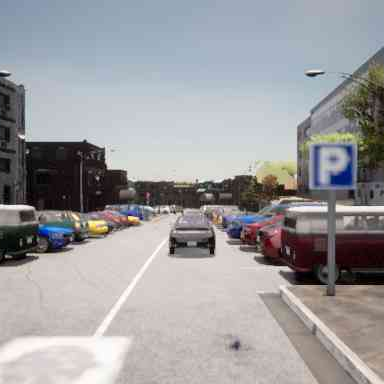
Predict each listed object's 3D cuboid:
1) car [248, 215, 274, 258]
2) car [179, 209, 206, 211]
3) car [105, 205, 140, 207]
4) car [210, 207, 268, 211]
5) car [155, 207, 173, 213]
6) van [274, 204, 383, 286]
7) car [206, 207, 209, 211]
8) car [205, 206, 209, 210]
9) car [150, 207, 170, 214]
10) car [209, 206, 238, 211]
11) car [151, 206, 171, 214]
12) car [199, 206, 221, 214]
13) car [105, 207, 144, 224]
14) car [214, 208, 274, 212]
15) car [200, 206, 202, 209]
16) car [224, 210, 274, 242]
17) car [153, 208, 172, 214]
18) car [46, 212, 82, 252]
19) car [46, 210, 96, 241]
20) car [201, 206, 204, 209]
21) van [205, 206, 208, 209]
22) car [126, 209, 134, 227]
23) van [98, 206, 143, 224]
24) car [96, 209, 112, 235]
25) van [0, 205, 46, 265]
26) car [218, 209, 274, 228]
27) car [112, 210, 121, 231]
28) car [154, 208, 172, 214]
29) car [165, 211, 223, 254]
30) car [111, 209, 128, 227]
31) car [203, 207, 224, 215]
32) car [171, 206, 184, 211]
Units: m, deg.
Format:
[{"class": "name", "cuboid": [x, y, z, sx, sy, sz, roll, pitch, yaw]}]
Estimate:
[{"class": "car", "cuboid": [4.680, 1.693, 11.773, 4.792, 1.488, 2.163, 0, -2, 0]}, {"class": "car", "cuboid": [0.000, 2.466, 29.704, 1.812, 1.442, 4.674, 0, -2, 0]}, {"class": "car", "cuboid": [-7.708, 2.337, 33.817, 5.566, 2.045, 2.435, 0, -2, 0]}, {"class": "car", "cuboid": [4.836, 2.598, 34.083, 5.366, 1.575, 1.946, 0, -2, 0]}, {"class": "car", "cuboid": [-7.710, 4.956, 91.681, 4.553, 1.767, 2.185, 0, -2, 0]}, {"class": "van", "cuboid": [4.767, 1.361, 8.996, 4.442, 1.987, 1.878, 0, -2, 0]}, {"class": "car", "cuboid": [4.644, 2.963, 42.456, 4.892, 1.521, 2.231, 0, -2, 0]}, {"class": "car", "cuboid": [4.657, 3.083, 45.248, 4.892, 1.521, 2.231, 0, -2, 0]}, {"class": "car", "cuboid": [-7.647, 4.445, 79.814, 4.553, 1.767, 2.185, 0, -2, 0]}, {"class": "car", "cuboid": [4.618, 2.716, 39.672, 4.553, 1.767, 2.185, 0, -2, 0]}, {"class": "car", "cuboid": [-7.707, 4.198, 77.009, 5.566, 2.045, 2.435, 0, -2, 0]}, {"class": "car", "cuboid": [4.623, 4.635, 87.124, 5.566, 2.045, 2.435, 0, -2, 0]}, {"class": "car", "cuboid": [-7.494, 2.470, 31.144, 5.366, 1.575, 1.946, 0, -2, 0]}, {"class": "car", "cuboid": [4.836, 2.357, 28.501, 5.366, 1.575, 1.946, 0, -2, 0]}, {"class": "car", "cuboid": [4.679, 3.793, 67.588, 5.566, 2.045, 2.435, 0, -2, 0]}, {"class": "car", "cuboid": [4.621, 2.029, 20.127, 4.792, 1.488, 2.163, 0, -2, 0]}, {"class": "car", "cuboid": [-7.676, 4.869, 85.802, 4.674, 1.452, 2.002, 0, -2, 0]}, {"class": "car", "cuboid": [-7.685, 1.752, 14.286, 5.008, 1.535, 2.097, 0, -2, 0]}, {"class": "car", "cuboid": [-7.648, 1.742, 17.079, 4.553, 1.767, 2.185, 0, -2, 0]}, {"class": "car", "cuboid": [4.620, 3.798, 64.790, 4.553, 1.767, 2.185, 0, -2, 0]}, {"class": "van", "cuboid": [4.534, 2.976, 48.048, 4.442, 1.987, 1.878, 0, -2, 0]}, {"class": "car", "cuboid": [-7.677, 2.388, 28.228, 4.674, 1.452, 2.002, 0, -2, 0]}, {"class": "van", "cuboid": [-7.796, 2.483, 36.605, 4.442, 1.987, 1.878, 0, -2, 0]}, {"class": "car", "cuboid": [-7.865, 1.990, 19.989, 5.366, 1.575, 1.946, 0, -2, 0]}, {"class": "van", "cuboid": [-7.796, 1.430, 11.521, 4.442, 1.987, 1.878, 0, -2, 0]}, {"class": "car", "cuboid": [4.680, 2.269, 25.709, 4.792, 1.488, 2.163, 0, -2, 0]}, {"class": "car", "cuboid": [-7.651, 2.143, 22.777, 4.792, 1.488, 2.163, 0, -2, 0]}, {"class": "car", "cuboid": [-7.708, 4.985, 88.739, 4.792, 1.488, 2.163, 0, -2, 0]}, {"class": "car", "cuboid": [0.000, 1.787, 14.685, 2.128, 1.511, 4.902, 0, -2, 0]}, {"class": "car", "cuboid": [-7.676, 2.273, 25.564, 4.674, 1.452, 2.002, 0, -2, 0]}, {"class": "car", "cuboid": [4.682, 4.159, 73.163, 4.553, 1.767, 2.185, 0, -2, 0]}, {"class": "car", "cuboid": [-2.999, 4.094, 74.813, 2.150, 2.045, 5.566, 0, -2, 0]}]
